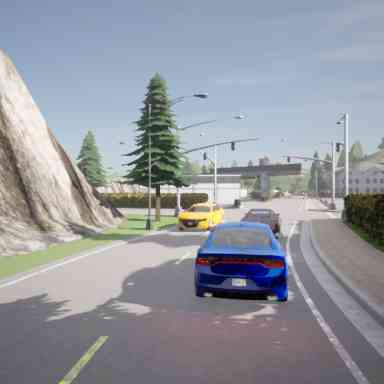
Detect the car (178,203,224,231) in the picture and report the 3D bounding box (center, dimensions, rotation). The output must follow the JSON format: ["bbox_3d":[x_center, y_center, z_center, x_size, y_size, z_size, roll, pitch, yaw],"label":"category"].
[{"bbox_3d":[0.689,1.477,20.569,1.882,1.535,5.008,0,0,19],"label":"car"}]

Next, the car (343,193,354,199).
[{"bbox_3d":[38.469,1.361,80.034,3.806,1.475,1.970,0,0,19],"label":"car"}]

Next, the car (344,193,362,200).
[{"bbox_3d":[40.119,1.077,82.984,3.866,1.878,1.905,0,0,19],"label":"car"}]

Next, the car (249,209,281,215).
[{"bbox_3d":[3.677,1.564,17.631,1.994,1.385,4.181,0,0,17],"label":"car"}]

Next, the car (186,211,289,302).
[{"bbox_3d":[1.281,1.478,8.440,1.882,1.535,5.008,0,0,10],"label":"car"}]
